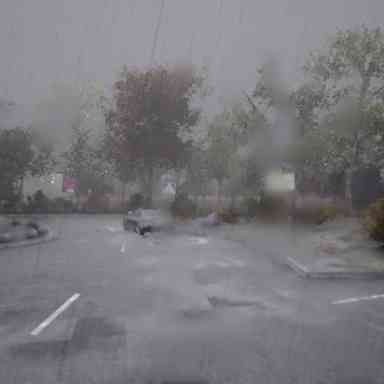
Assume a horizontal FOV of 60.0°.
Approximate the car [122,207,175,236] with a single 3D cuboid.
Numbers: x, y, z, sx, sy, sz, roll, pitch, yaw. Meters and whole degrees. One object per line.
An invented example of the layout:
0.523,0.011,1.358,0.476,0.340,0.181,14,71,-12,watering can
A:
-2.547,1.555,18.734,1.994,1.385,4.181,0,0,-26,car
